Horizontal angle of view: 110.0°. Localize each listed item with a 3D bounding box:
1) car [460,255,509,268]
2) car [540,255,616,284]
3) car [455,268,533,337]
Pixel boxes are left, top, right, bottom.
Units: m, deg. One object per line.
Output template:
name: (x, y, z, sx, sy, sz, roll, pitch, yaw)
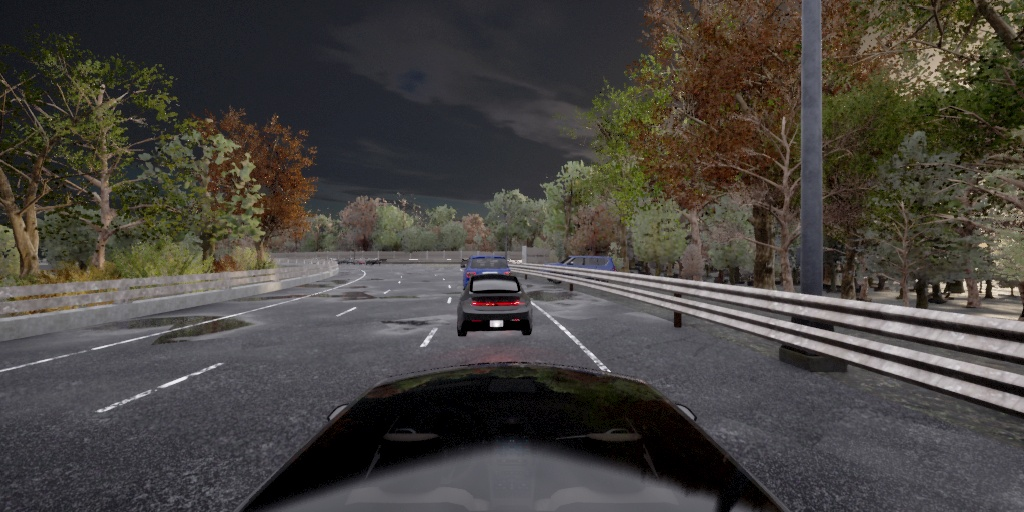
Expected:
car: (-1.331, 0.971, 17.851, 2.150, 2.045, 5.566, 0, 0, -9)
car: (4.817, 0.965, 26.160, 5.566, 2.045, 2.150, 3, 2, -7)
car: (-0.558, 1.255, 10.375, 1.837, 1.490, 4.892, 0, 0, -5)
